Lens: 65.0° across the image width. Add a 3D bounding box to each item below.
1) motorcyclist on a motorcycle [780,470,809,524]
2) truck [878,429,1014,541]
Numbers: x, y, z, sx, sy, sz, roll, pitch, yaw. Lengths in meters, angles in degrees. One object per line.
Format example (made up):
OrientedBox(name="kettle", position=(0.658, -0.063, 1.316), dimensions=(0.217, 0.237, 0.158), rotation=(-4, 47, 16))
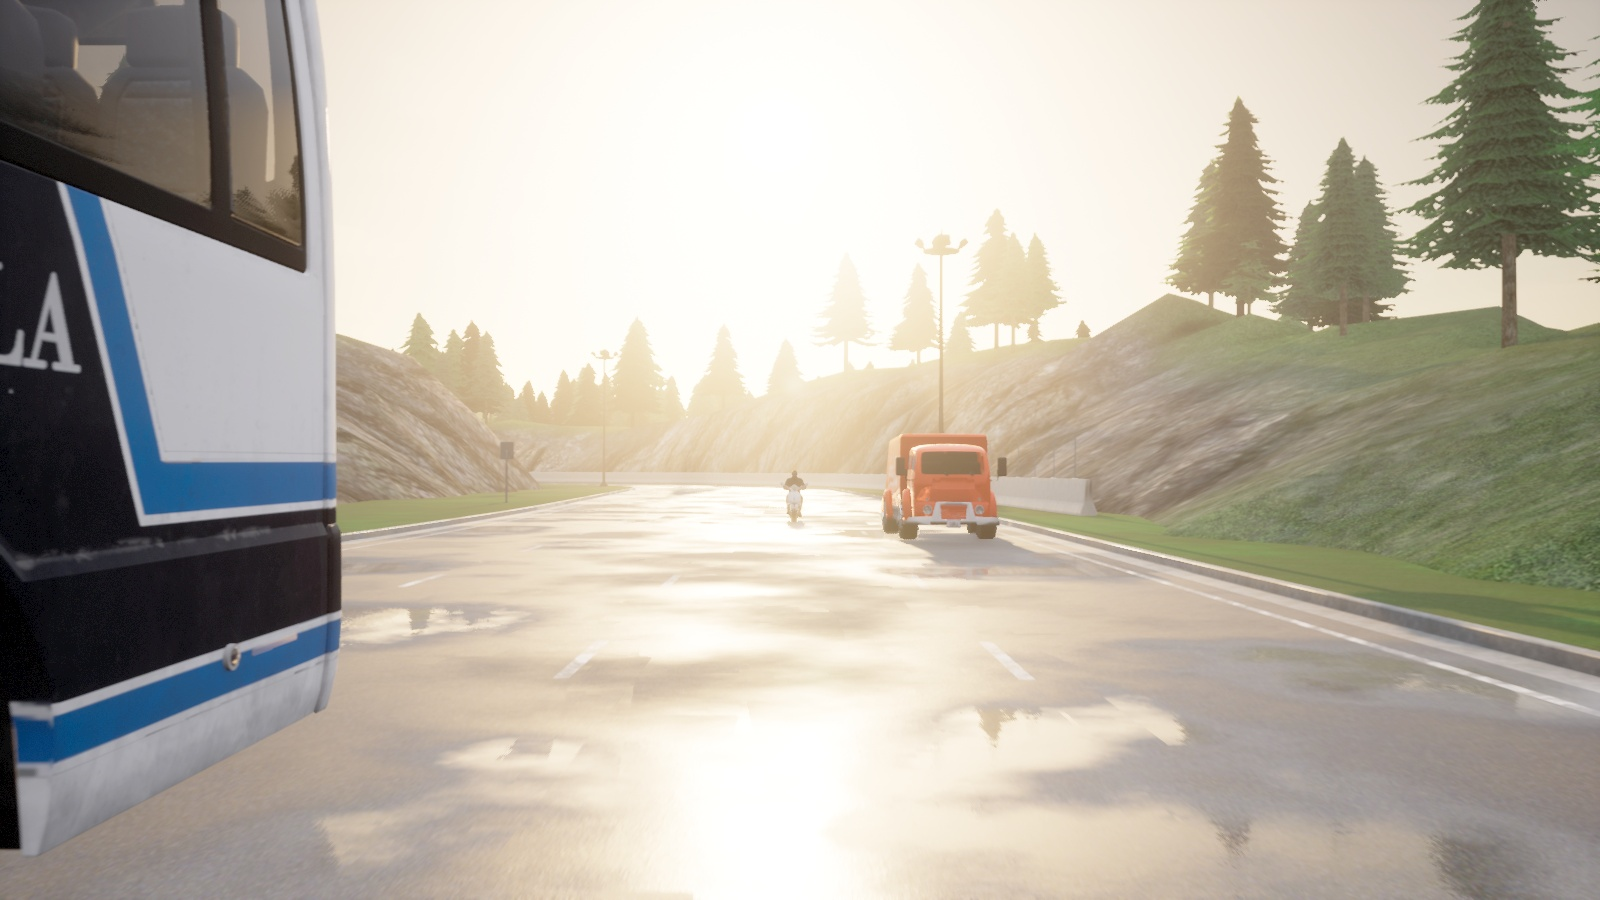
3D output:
OrientedBox(name="motorcyclist on a motorcycle", position=(-0.159, 1.415, 38.385), dimensions=(0.866, 1.590, 1.817), rotation=(0, -1, 0))
OrientedBox(name="truck", position=(3.392, 0.825, 30.360), dimensions=(2.627, 2.467, 5.204), rotation=(0, -1, 0))
